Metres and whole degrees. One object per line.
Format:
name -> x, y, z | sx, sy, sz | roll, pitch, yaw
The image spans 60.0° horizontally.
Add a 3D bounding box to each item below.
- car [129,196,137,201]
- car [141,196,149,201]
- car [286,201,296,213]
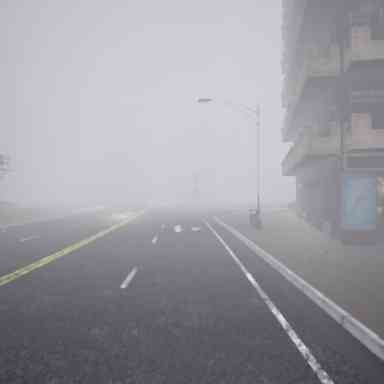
car -> -15.931, 1.760, 90.007 | 1.994, 1.385, 4.181 | 0, 0, -8
car -> -12.711, 1.758, 90.450 | 1.994, 1.385, 4.181 | 0, 0, -8
car -> 13.193, 1.550, 37.683 | 4.902, 1.511, 2.128 | -1, 0, 12
